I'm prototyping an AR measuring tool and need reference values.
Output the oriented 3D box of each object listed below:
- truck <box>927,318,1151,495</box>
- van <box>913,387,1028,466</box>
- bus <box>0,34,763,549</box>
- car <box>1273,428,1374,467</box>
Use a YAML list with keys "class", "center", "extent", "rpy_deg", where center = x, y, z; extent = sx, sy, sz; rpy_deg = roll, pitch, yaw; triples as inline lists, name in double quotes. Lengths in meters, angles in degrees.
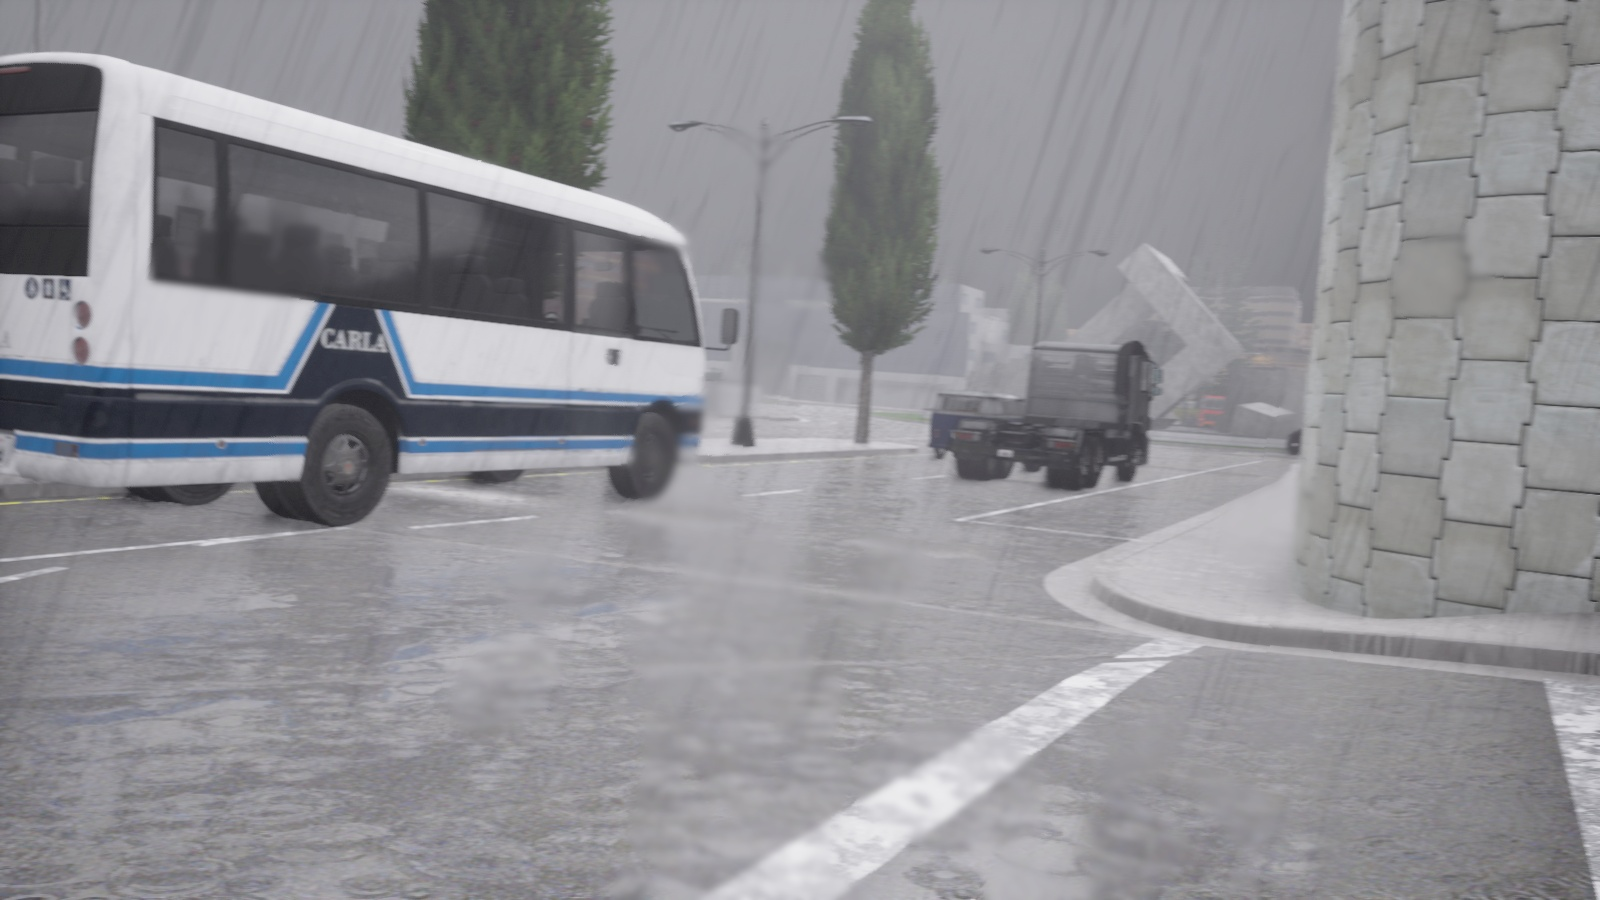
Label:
- class: "truck"
  center: [5.916, -1.003, 29.763]
  extent: [2.891, 3.462, 7.936]
  rpy_deg: [6, 4, 26]
- class: "van"
  center: [4.935, -0.679, 35.811]
  extent: [1.775, 1.987, 4.442]
  rpy_deg: [6, 4, 26]
- class: "bus"
  center: [-4.783, -1.524, 15.866]
  extent: [3.944, 4.253, 10.273]
  rpy_deg: [6, 3, 26]
- class: "car"
  center: [25.386, -0.119, 60.916]
  extent: [4.193, 1.474, 1.816]
  rpy_deg: [4, 3, -17]
